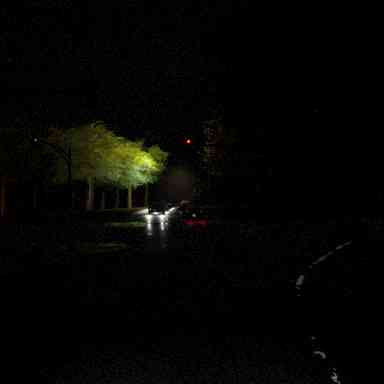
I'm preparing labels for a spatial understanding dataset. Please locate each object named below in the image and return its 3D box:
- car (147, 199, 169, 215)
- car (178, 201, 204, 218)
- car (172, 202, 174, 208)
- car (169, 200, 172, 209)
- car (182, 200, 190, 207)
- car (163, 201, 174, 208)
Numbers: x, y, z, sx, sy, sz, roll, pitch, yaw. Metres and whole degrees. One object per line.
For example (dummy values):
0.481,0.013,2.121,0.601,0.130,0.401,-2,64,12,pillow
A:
-4.196,1.903,40.092,1.837,1.490,4.892,0,-1,-1,car
-0.225,1.869,32.708,1.895,1.301,4.718,0,-1,-11,car
-4.607,2.073,58.017,2.097,1.767,4.553,0,-1,-1,car
-4.405,2.080,49.085,1.812,1.442,4.674,0,-1,-1,car
-1.559,2.825,80.652,1.882,1.535,5.008,0,-2,-1,car
-4.779,2.566,68.247,1.895,1.301,4.718,0,-2,-1,car
